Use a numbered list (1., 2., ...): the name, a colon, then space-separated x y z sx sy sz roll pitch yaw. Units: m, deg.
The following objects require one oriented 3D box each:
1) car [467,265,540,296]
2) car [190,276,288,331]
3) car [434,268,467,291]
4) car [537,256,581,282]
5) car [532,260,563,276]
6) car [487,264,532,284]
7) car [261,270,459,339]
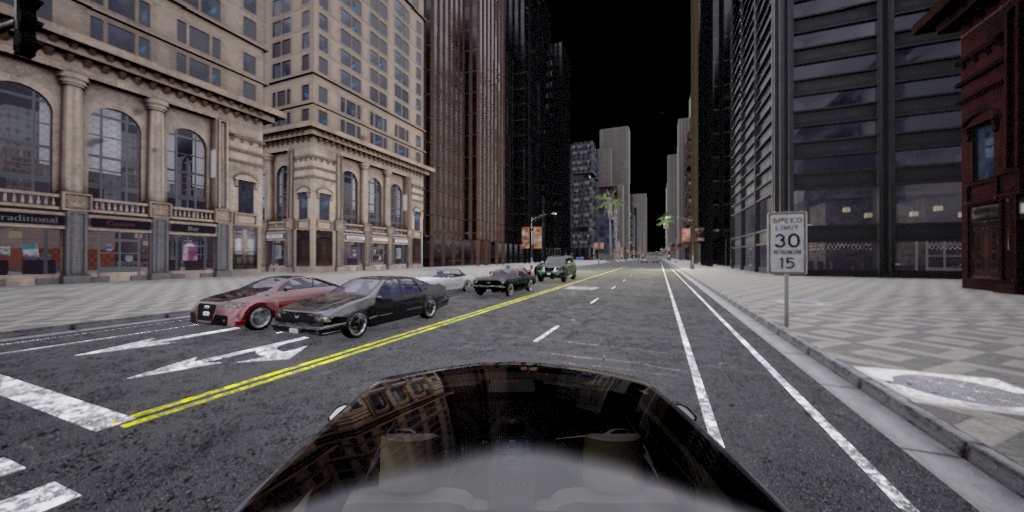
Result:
1. car: -0.287 1.357 19.444 1.895 1.301 4.718 0 0 23
2. car: -7.198 1.316 11.173 1.994 1.385 4.181 0 0 23
3. car: -3.871 1.357 19.278 1.895 1.301 4.718 0 0 22
4. car: 3.785 0.986 29.336 2.150 2.045 5.566 0 0 22
5. car: 3.836 1.249 37.915 1.882 1.535 5.008 0 0 23
6. car: -0.081 1.363 28.490 1.895 1.301 4.718 0 0 23
7. car: -3.934 1.299 10.576 2.033 1.411 5.357 0 0 22
